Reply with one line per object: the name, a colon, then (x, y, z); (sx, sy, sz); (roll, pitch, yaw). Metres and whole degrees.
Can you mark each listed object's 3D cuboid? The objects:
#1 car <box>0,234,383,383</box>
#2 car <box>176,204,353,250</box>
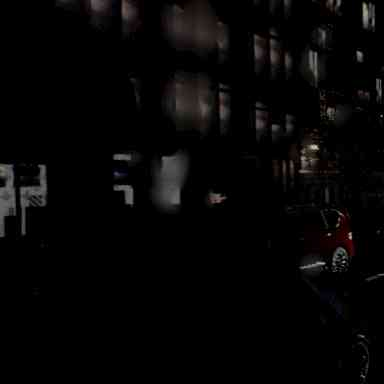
car: (0.155, 1.528, 3.492); (5.357, 1.411, 2.033); (-1, 0, -36)
car: (1.936, 1.251, 8.093); (5.009, 1.841, 2.192); (-1, 0, -36)
